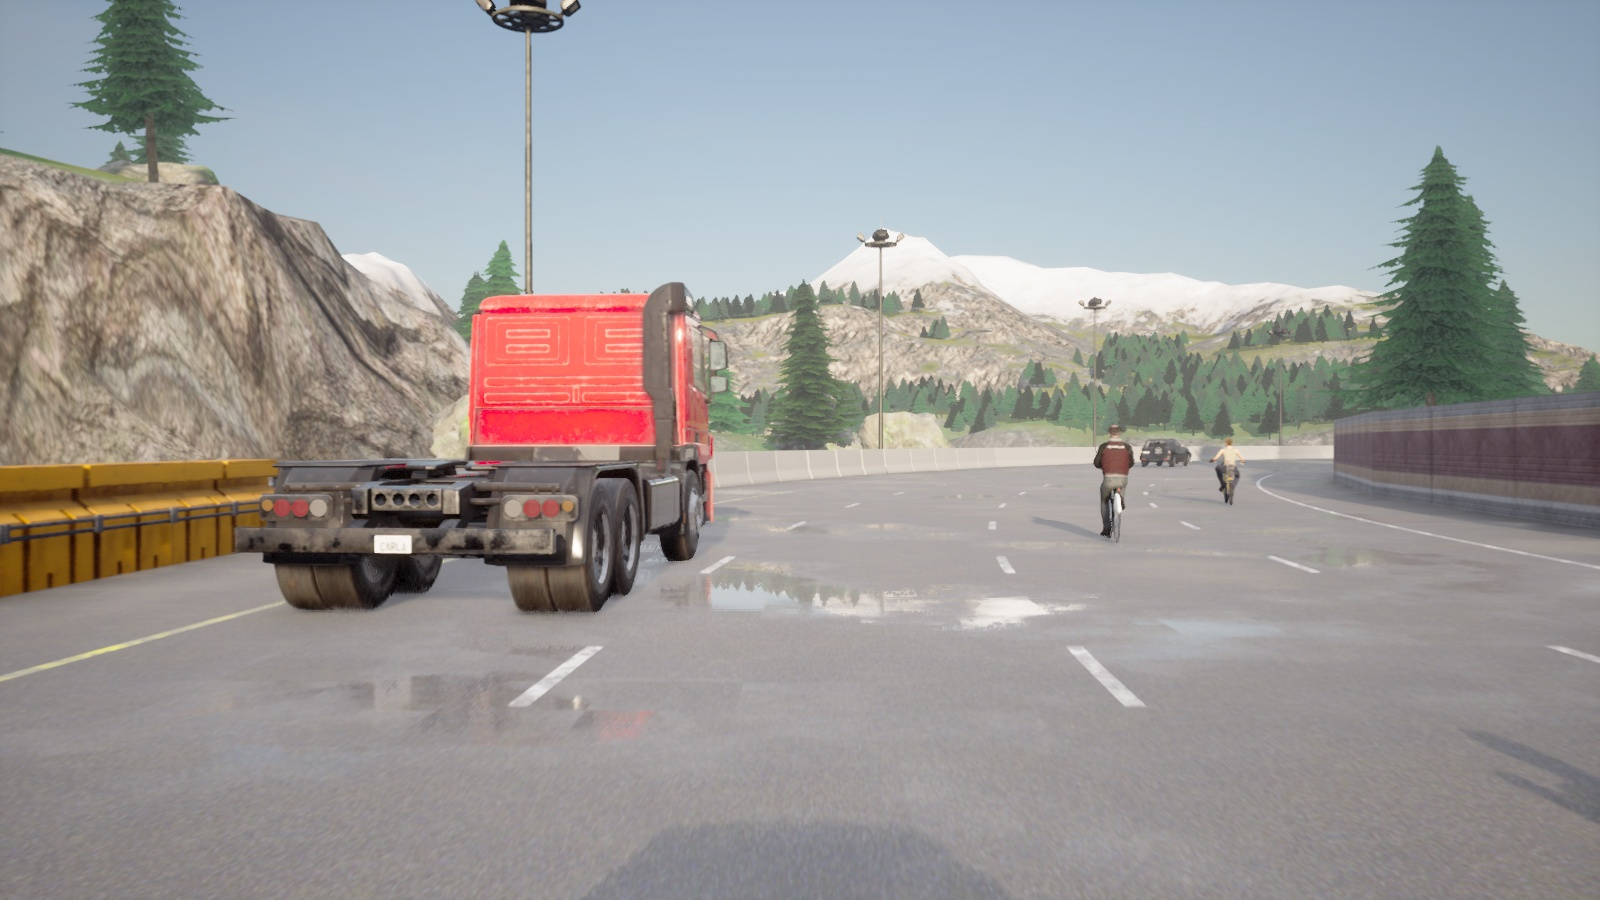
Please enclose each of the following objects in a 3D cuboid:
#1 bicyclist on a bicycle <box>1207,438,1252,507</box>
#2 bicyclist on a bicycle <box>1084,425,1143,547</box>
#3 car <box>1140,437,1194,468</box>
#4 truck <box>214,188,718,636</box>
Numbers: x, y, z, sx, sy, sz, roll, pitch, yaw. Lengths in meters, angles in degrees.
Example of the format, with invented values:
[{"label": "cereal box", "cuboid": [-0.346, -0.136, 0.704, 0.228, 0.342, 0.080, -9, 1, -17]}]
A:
[{"label": "bicyclist on a bicycle", "cuboid": [10.355, 0.521, 30.327, 0.866, 1.612, 1.509, 0, 0, 13]}, {"label": "bicyclist on a bicycle", "cuboid": [4.784, 0.512, 19.279, 0.659, 1.776, 1.843, 1, 1, 8]}, {"label": "car", "cuboid": [22.412, 0.151, 76.583, 1.932, 1.855, 4.605, 0, 0, 33]}, {"label": "truck", "cuboid": [-2.892, -0.316, 13.791, 2.891, 3.462, 7.936, 0, 0, 4]}]
